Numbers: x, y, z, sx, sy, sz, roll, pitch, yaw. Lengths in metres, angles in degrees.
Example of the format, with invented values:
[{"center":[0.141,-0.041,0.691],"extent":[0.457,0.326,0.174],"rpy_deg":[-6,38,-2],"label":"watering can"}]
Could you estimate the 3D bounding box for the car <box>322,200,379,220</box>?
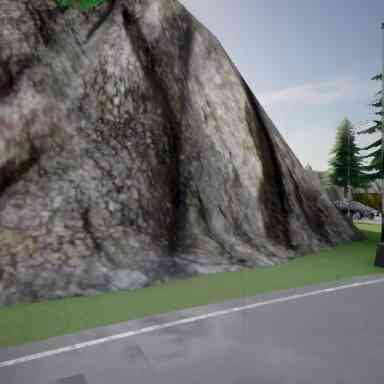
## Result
[{"center":[13.459,1.491,28.497],"extent":[2.128,1.511,4.902],"rpy_deg":[0,0,-25],"label":"car"}]
